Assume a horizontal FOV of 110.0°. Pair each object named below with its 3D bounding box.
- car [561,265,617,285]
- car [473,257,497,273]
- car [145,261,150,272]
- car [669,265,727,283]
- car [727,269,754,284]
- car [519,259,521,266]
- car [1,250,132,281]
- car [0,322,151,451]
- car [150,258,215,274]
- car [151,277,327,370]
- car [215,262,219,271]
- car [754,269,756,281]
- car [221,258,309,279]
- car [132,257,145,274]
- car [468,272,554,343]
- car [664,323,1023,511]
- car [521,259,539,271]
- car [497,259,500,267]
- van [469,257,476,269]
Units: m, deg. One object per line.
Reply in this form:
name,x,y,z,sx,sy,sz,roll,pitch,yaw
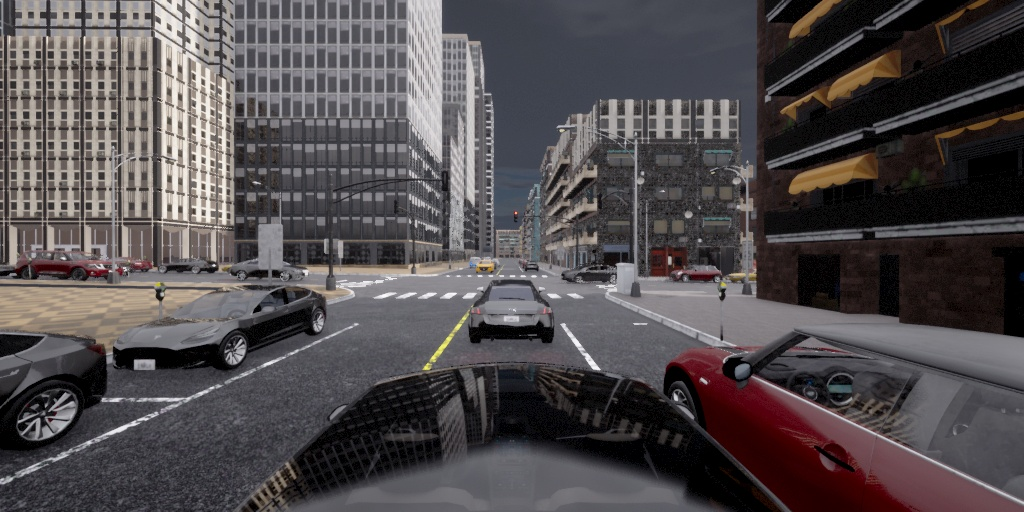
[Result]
car,6.225,1.400,27.824,4.892,1.490,1.837,1,0,-11
car,-3.225,1.230,43.397,1.882,1.535,5.008,0,0,0
car,-33.194,0.727,30.541,4.207,1.307,1.802,0,0,-1
car,15.925,1.508,31.248,4.097,1.591,1.967,0,0,-1
car,21.277,1.698,31.325,4.829,1.417,1.751,0,0,-1
car,2.522,1.301,57.378,1.888,1.381,4.507,0,0,0
car,-27.446,0.591,22.241,5.009,1.841,2.192,0,0,-1
car,-5.689,1.316,2.494,1.948,1.339,4.313,0,0,0
car,-27.575,0.815,30.622,4.313,1.339,1.948,0,0,-1
car,-5.705,1.315,7.740,1.948,1.339,4.313,0,0,0
car,-22.131,0.880,30.788,4.829,1.417,1.751,0,0,-1
car,23.105,1.432,28.757,5.566,2.045,2.150,1,0,-1
car,-16.798,0.959,24.990,4.902,1.511,2.128,1,0,-1
car,-29.143,0.729,24.808,4.902,1.511,2.128,1,0,-1
car,-0.020,1.314,9.675,1.994,1.385,4.181,0,0,0
car,2.692,1.190,2.521,1.967,1.591,4.097,0,0,0
car,2.553,1.319,47.411,1.948,1.339,4.313,0,0,0
car,-3.252,1.247,53.468,2.128,1.511,4.902,0,0,0
van,-5.859,1.097,57.351,1.690,1.789,3.998,0,0,0
